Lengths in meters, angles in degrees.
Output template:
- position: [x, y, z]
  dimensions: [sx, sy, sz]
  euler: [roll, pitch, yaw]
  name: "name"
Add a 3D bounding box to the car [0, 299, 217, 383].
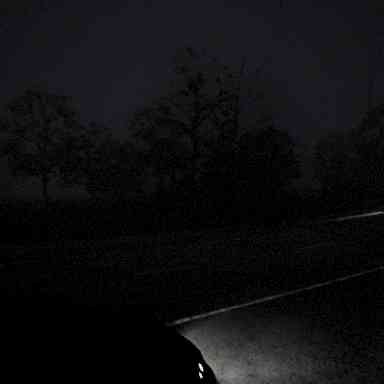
- position: [-1.793, 1.562, 2.467]
  dimensions: [4.181, 1.385, 1.994]
  euler: [1, 0, -36]
  name: "car"
